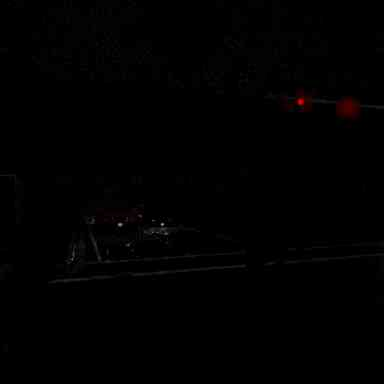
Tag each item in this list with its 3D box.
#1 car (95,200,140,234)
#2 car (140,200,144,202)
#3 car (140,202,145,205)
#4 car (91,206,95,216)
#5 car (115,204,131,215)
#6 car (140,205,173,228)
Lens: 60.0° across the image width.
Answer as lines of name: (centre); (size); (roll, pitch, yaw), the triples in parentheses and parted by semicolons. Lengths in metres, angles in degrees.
car: (-5.374, 1.741, 23.457); (2.150, 2.045, 5.566); (0, -1, -19)
car: (-9.546, 2.416, 58.141); (2.150, 2.045, 5.566); (0, -1, -19)
car: (-6.196, 2.523, 48.315); (2.033, 1.411, 5.357); (0, -1, -18)
car: (-13.152, 2.638, 46.781); (1.895, 1.301, 4.718); (0, -1, -18)
car: (-10.247, 2.568, 49.161); (1.812, 1.442, 4.674); (0, -1, -18)
car: (-3.075, 2.112, 27.605); (2.033, 1.411, 5.357); (0, -1, -19)
